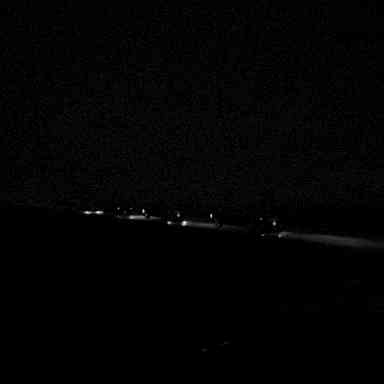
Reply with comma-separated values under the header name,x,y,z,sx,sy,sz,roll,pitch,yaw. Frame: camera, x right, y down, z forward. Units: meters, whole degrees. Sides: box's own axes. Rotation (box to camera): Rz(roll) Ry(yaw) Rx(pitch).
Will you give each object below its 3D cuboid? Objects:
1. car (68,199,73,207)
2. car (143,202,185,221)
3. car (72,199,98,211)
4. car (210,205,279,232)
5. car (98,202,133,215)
name,x,y,z,sx,sy,sz,roll,pitch,yaw
car,-20.739,2.024,59.008,1.882,1.535,5.008,1,-1,-36
car,-2.518,1.631,28.740,2.128,1.511,4.902,1,-1,-36
car,-14.177,1.830,44.955,1.837,1.490,4.892,1,-1,-36
car,3.206,1.557,20.889,2.128,1.511,4.902,1,-1,-37
car,-8.324,1.829,36.791,1.895,1.301,4.718,1,-1,-36
